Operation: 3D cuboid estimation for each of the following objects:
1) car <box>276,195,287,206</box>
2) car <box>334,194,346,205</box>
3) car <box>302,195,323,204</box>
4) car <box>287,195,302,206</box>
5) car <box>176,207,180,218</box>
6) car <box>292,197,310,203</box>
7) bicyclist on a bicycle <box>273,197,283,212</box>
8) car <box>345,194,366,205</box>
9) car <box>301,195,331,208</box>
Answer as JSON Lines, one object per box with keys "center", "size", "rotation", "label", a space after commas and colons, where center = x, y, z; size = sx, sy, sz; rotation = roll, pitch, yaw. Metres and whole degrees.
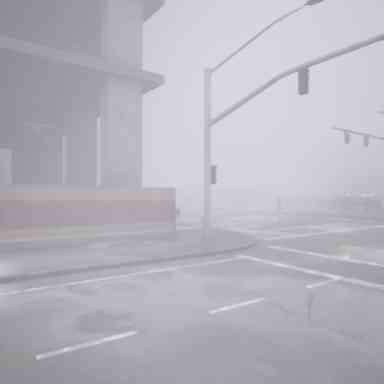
{"center": [16.873, 1.442, 58.423], "size": [4.605, 1.855, 1.932], "rotation": [0, 0, -35], "label": "car"}
{"center": [38.578, 1.883, 84.167], "size": [3.806, 1.475, 1.970], "rotation": [0, 0, -35], "label": "car"}
{"center": [25.957, 1.534, 71.657], "size": [4.605, 1.855, 1.932], "rotation": [0, 0, -35], "label": "car"}
{"center": [18.464, 1.653, 56.262], "size": [3.905, 1.438, 1.784], "rotation": [0, 0, -35], "label": "car"}
{"center": [-3.007, 1.514, 30.596], "size": [1.882, 1.535, 5.008], "rotation": [0, 0, -36], "label": "car"}
{"center": [24.335, 1.744, 74.057], "size": [3.905, 1.438, 1.784], "rotation": [0, 0, -35], "label": "car"}
{"center": [9.760, 1.428, 37.650], "size": [1.656, 1.620, 0.582], "rotation": [0, 0, -36], "label": "bicyclist on a bicycle"}
{"center": [40.243, 1.643, 81.798], "size": [3.866, 1.878, 1.905], "rotation": [0, 0, -35], "label": "car"}
{"center": [20.136, 1.684, 53.898], "size": [3.806, 1.475, 1.970], "rotation": [0, 0, -35], "label": "car"}
